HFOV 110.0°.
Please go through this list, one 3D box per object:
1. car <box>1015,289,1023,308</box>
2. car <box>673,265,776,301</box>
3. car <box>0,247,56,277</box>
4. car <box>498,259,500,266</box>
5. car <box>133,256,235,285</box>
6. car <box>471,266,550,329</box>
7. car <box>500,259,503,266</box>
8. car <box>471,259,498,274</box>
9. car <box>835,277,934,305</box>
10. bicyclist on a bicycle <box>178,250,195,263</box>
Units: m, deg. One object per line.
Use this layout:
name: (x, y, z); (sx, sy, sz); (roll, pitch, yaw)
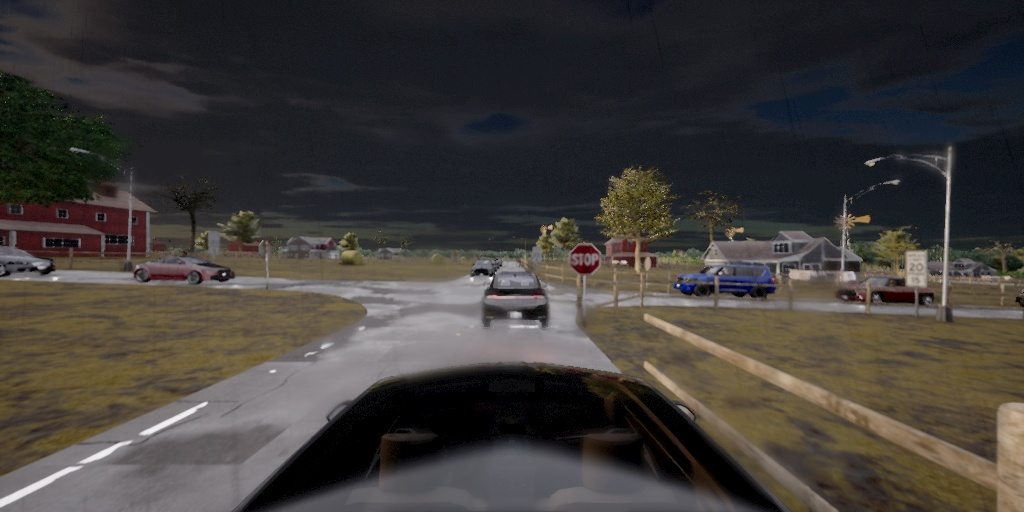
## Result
car: (34.614, 2.416, 21.898); (5.566, 2.045, 2.150); (3, 0, -1)
car: (12.890, 1.536, 21.895); (5.566, 2.045, 2.150); (2, 0, 0)
car: (-27.208, 0.268, 18.908); (4.902, 1.511, 2.128); (2, 0, 0)
car: (-2.821, 1.292, 45.451); (1.837, 1.490, 4.892); (0, 0, 0)
car: (-17.154, 0.713, 18.913); (4.181, 1.385, 1.994); (2, 0, 0)
car: (0.101, 1.249, 11.309); (2.128, 1.511, 4.902); (0, 0, 0)
car: (-2.810, 1.352, 55.740); (2.033, 1.411, 5.357); (0, 0, 1)
car: (-2.836, 1.130, 35.550); (2.097, 1.767, 4.553); (0, 0, 0)
car: (22.601, 2.053, 21.897); (4.553, 1.767, 2.097); (2, 0, 0)
bicyclist on a bicycle: (-22.610, 0.416, 24.896); (0.582, 1.620, 1.656); (2, 0, 0)
